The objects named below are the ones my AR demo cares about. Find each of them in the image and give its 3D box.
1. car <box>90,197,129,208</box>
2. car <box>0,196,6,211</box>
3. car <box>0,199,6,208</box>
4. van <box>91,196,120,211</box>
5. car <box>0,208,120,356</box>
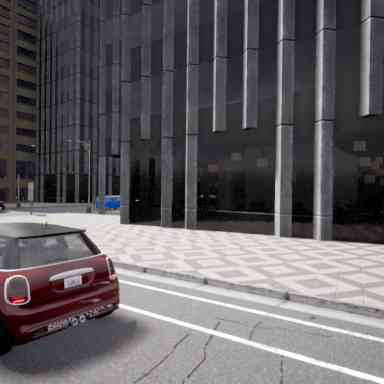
[{"bbox_3d":[-11.677,1.452,47.589,2.033,1.411,5.357,1,1,36],"label":"car"},{"bbox_3d":[-22.994,1.323,36.448,1.967,1.590,4.097,1,1,36],"label":"car"},{"bbox_3d":[-21.565,1.277,33.801,2.097,1.767,4.553,1,1,35],"label":"car"},{"bbox_3d":[-9.712,1.339,40.287,1.690,1.788,3.998,1,1,36],"label":"van"},{"bbox_3d":[-3.496,1.349,6.171,4.553,1.767,2.097,0,0,35],"label":"car"}]
